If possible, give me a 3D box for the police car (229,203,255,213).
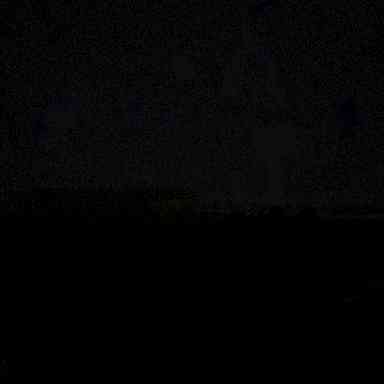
[{"bbox_3d":[8.549,2.674,56.945,1.930,1.638,5.238,-2,0,-36],"label":"police car"}]
